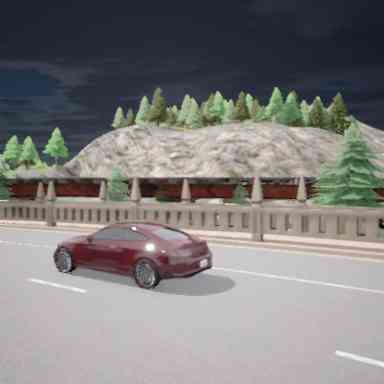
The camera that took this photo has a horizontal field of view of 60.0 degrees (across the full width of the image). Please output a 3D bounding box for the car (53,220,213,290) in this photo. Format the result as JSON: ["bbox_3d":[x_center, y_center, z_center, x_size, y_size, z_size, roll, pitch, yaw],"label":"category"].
[{"bbox_3d":[-1.687,1.500,8.962,4.674,1.442,1.812,0,0,32],"label":"car"}]
